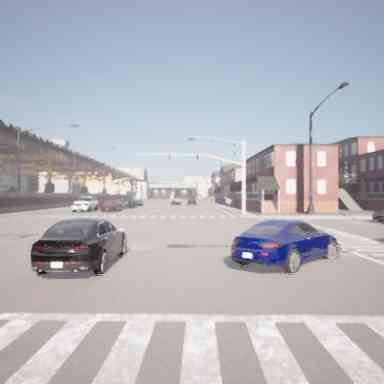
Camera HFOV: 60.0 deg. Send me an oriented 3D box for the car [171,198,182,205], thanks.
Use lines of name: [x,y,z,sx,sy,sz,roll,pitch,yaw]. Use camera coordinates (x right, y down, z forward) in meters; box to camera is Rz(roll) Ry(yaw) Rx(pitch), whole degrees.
car: [-3.516,2.195,71.595,1.895,1.301,4.718,0,0,0]

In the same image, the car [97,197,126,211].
car: [-10.597,1.847,44.050,1.882,1.535,5.008,0,0,0]

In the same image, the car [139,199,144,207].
car: [-10.515,2.089,64.624,2.033,1.411,5.357,0,0,0]

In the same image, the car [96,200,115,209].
car: [-14.038,2.018,54.185,1.994,1.385,4.181,0,0,0]

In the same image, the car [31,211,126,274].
car: [-3.405,1.597,10.799,1.837,1.490,4.892,0,0,0]

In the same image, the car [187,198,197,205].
car: [-0.016,2.099,71.453,1.837,1.490,4.892,0,0,0]

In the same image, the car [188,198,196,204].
car: [-0.018,2.163,81.752,1.882,1.535,5.008,0,0,0]

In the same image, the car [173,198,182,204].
car: [-3.518,2.209,81.691,1.812,1.442,4.674,0,0,0]

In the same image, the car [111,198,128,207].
car: [-14.015,2.033,64.497,2.128,1.511,4.902,0,0,0]

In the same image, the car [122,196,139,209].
car: [-10.543,1.674,53.936,2.150,2.045,5.566,0,0,0]

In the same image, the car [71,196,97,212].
car: [-14.098,1.592,44.174,2.150,2.045,5.566,0,0,0]

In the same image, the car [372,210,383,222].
car: [17.014,1.728,26.561,4.892,1.490,1.837,0,0,0]

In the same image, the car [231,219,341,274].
car: [3.150,1.619,10.977,1.812,1.442,4.674,-2,-2,44]
